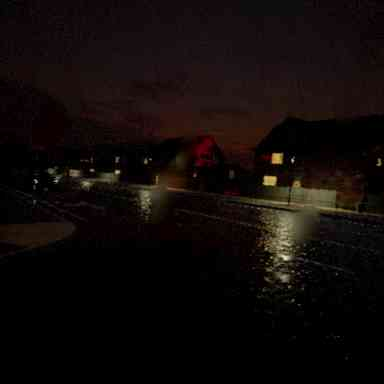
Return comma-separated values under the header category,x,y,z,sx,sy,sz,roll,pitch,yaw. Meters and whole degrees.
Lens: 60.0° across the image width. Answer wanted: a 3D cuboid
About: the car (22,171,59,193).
category,x,y,z,sx,sy,sz,roll,pitch,yaw
car,-12.717,-0.953,27.892,2.097,1.767,4.553,1,4,-36
